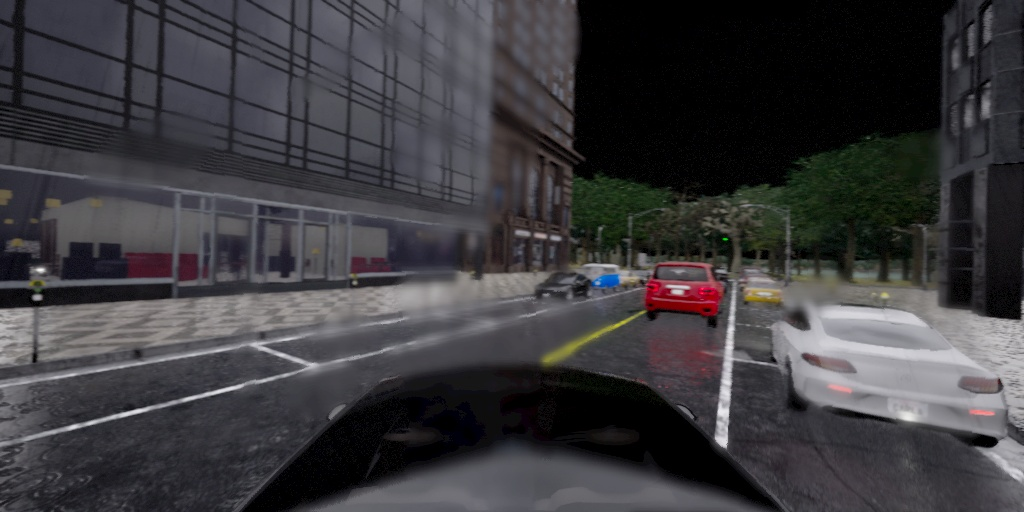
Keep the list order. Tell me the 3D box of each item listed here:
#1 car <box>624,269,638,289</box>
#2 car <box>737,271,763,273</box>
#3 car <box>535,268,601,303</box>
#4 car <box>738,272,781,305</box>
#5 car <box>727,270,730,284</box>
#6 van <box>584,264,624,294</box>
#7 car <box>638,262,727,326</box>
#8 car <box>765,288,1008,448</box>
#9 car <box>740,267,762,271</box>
[{"bbox_3d":[8.448,1.718,27.504,1.751,1.417,4.829,0,0,32],"label":"car"},{"bbox_3d":[15.764,1.918,23.127,1.888,1.381,4.507,0,0,32],"label":"car"},{"bbox_3d":[2.776,1.519,18.427,1.948,1.339,4.313,0,0,32],"label":"car"},{"bbox_3d":[12.973,1.778,18.661,1.751,1.417,4.829,0,0,32],"label":"car"},{"bbox_3d":[13.575,1.883,24.621,1.994,1.385,4.181,1,0,32],"label":"car"},{"bbox_3d":[5.657,1.414,23.037,1.690,1.789,3.998,0,0,32],"label":"van"},{"bbox_3d":[6.529,1.250,13.336,2.150,2.045,5.566,1,0,32],"label":"car"},{"bbox_3d":[5.324,1.461,5.665,1.812,1.442,4.674,1,0,32],"label":"car"},{"bbox_3d":[18.645,1.932,27.737,1.967,1.591,4.097,0,0,32],"label":"car"}]
